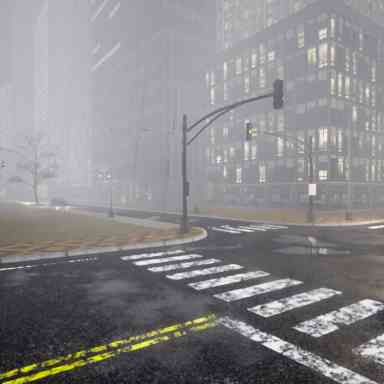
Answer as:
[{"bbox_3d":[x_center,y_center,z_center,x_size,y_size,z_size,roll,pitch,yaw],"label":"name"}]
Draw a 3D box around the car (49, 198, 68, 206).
[{"bbox_3d":[-21.749,1.606,54.191,1.895,1.301,4.718,0,0,-35],"label":"car"}]
